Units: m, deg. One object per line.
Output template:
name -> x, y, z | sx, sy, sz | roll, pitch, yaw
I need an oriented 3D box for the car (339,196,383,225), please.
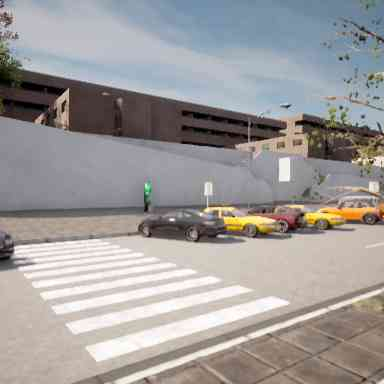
car -> 11.628, 1.417, 24.876 | 4.553, 1.767, 2.185 | -1, -1, 34

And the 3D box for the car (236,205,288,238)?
car -> 2.039, 1.492, 17.867 | 5.366, 1.575, 1.946 | -1, -1, 35

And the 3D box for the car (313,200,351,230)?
car -> 6.899, 1.517, 21.328 | 5.366, 1.575, 1.946 | -1, -1, 35

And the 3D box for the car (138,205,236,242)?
car -> -0.542, 1.528, 16.236 | 4.674, 1.452, 2.002 | -1, -1, 35

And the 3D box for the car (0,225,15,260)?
car -> -7.832, 1.476, 11.060 | 4.892, 1.521, 2.231 | -1, -1, 34

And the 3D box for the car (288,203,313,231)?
car -> 4.289, 1.540, 19.714 | 4.792, 1.488, 2.163 | -1, -1, 35
